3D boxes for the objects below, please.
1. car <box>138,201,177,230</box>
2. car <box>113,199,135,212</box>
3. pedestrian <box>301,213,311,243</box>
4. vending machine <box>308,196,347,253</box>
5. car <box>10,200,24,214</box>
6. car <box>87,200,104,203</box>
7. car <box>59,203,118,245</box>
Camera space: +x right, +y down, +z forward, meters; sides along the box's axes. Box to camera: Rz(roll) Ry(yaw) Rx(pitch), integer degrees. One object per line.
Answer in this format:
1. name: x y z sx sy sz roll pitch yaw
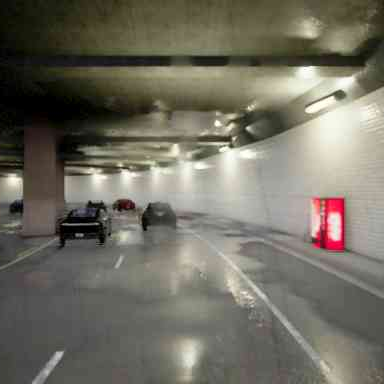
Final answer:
1. car: -2.358 1.384 21.782 2.097 1.767 4.553 0 0 -13
2. car: -8.029 1.507 38.797 1.882 1.535 5.008 0 0 -25
3. pedestrian: 4.847 1.420 13.736 0.375 1.300 0.375 0 0 -8
4. vending machine: 5.142 1.193 12.652 1.100 2.100 0.880 0 0 -7
5. car: -18.899 1.575 36.697 2.033 1.411 5.357 0 0 -25
6. car: -9.664 1.508 33.150 2.128 1.511 4.902 0 0 -21
7. car: -4.853 1.500 15.602 2.128 1.511 4.902 0 0 -9
